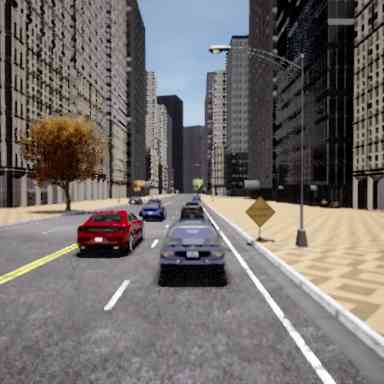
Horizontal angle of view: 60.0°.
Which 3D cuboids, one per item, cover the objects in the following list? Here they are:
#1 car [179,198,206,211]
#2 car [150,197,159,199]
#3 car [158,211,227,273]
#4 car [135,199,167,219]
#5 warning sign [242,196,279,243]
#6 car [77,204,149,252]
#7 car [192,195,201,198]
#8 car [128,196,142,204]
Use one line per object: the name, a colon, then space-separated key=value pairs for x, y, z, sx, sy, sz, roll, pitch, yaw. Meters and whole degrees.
car: x=0.036 y=1.526 z=27.745 sx=1.837 sy=1.490 sz=4.892 roll=0 pitch=0 yaw=0
car: x=-6.573 y=1.605 z=58.012 sx=1.994 sy=1.385 sz=4.181 roll=0 pitch=0 yaw=0
car: x=0.024 y=1.555 z=10.588 sx=2.033 sy=1.411 sz=5.357 roll=0 pitch=0 yaw=0
car: x=-3.212 y=1.585 z=27.839 sx=1.994 sy=1.385 sz=4.181 roll=0 pitch=0 yaw=0
warning sign: x=2.860 y=1.125 z=13.996 sx=1.300 sy=1.860 sz=1.060 roll=1 pitch=1 yaw=0
car: x=-3.199 y=1.487 z=13.932 sx=1.882 sy=1.535 sz=5.008 roll=0 pitch=0 yaw=0
car: x=1.109 y=1.410 z=79.991 sx=2.097 sy=1.767 sz=4.553 roll=0 pitch=0 yaw=0
car: x=-9.824 y=1.534 z=57.861 sx=2.128 sy=1.511 sz=4.902 roll=0 pitch=0 yaw=0
